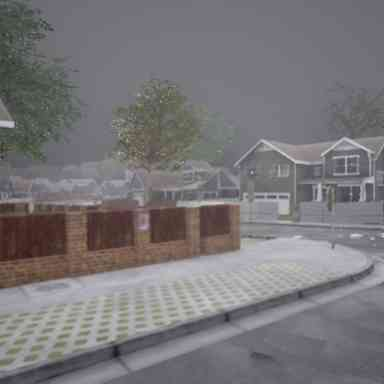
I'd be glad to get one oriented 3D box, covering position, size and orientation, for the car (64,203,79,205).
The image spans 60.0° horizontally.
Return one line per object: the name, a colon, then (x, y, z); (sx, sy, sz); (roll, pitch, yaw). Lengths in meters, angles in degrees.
car: (-13.553, 1.914, 37.569); (1.994, 1.385, 4.181); (0, -1, -34)
